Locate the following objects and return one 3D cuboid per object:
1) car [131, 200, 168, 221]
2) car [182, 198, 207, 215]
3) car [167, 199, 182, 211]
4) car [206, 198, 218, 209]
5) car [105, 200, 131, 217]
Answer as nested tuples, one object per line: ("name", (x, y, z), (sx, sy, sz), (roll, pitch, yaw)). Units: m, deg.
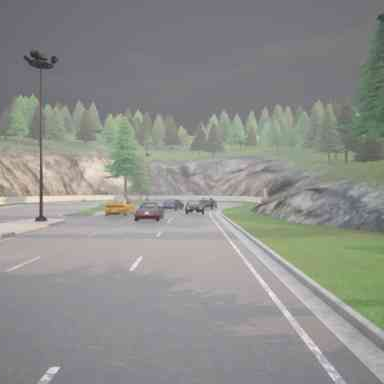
("car", (-3.373, 1.557, 26.974), (1.994, 1.385, 4.181), (0, 0, 1))
("car", (0.338, 1.592, 34.325), (1.895, 1.301, 4.718), (0, 0, 3))
("car", (-2.300, 1.537, 41.044), (2.033, 1.411, 5.357), (0, 0, 12))
("car", (2.210, 1.480, 44.494), (2.128, 1.511, 4.902), (0, 0, 14))
("car", (-6.771, 1.470, 31.730), (1.882, 1.535, 5.008), (0, 0, 2))
